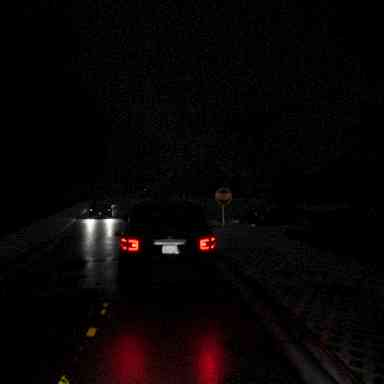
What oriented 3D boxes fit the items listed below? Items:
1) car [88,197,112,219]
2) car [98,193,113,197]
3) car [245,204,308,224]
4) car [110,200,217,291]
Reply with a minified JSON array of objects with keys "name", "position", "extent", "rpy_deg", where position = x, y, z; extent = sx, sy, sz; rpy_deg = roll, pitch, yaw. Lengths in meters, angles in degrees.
[{"name":"car","position":[-7.722,1.391,28.201],"extent":[1.812,1.442,4.674],"rpy_deg":[1,0,-14]},{"name":"car","position":[-10.875,1.255,40.922],"extent":[1.882,1.535,5.008],"rpy_deg":[1,0,-14]},{"name":"car","position":[6.567,1.662,25.693],"extent":[5.008,1.535,1.882],"rpy_deg":[1,-3,-12]},{"name":"car","position":[-0.749,1.213,9.184],"extent":[2.150,2.045,5.566],"rpy_deg":[0,0,-7]}]
